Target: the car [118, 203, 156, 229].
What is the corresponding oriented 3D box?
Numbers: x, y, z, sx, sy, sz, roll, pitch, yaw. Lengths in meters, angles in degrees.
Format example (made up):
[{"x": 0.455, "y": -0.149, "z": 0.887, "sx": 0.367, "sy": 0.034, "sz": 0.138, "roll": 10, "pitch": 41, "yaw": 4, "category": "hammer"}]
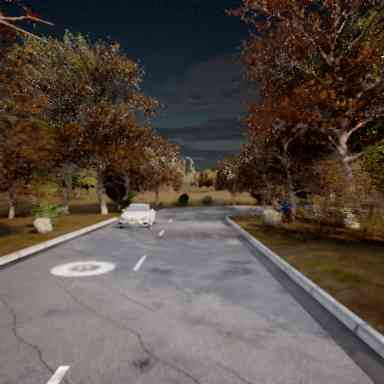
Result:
[{"x": -3.339, "y": 1.449, "z": 21.010, "sx": 1.812, "sy": 1.442, "sz": 4.674, "roll": 0, "pitch": 0, "yaw": 1, "category": "car"}]
